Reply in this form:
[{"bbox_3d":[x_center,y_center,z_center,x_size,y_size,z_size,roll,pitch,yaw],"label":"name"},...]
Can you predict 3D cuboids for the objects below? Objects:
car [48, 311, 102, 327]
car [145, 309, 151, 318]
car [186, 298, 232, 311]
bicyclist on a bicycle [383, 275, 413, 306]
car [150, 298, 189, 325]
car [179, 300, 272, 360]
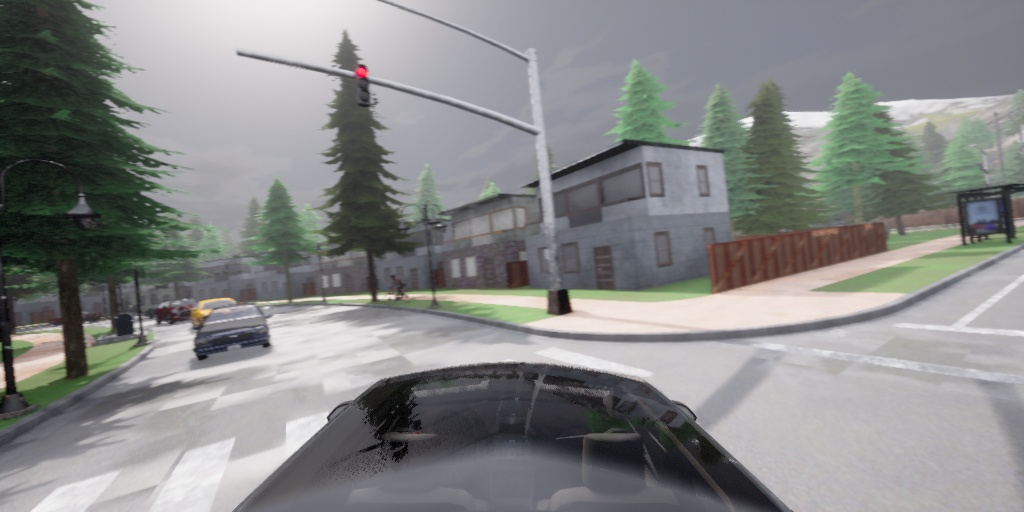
[{"bbox_3d":[-47.844,6.832,39.216,4.718,1.301,1.895,-6,0,10],"label":"car"},{"bbox_3d":[-33.710,5.197,35.360,5.357,1.411,2.033,-6,0,22],"label":"car"},{"bbox_3d":[-16.140,3.097,19.657,5.008,1.535,1.882,-7,0,43],"label":"car"},{"bbox_3d":[-6.209,1.824,19.422,1.656,1.620,0.582,-6,-1,-40],"label":"bicyclist on a bicycle"},{"bbox_3d":[-23.883,3.861,25.930,4.553,1.767,2.097,-7,0,34],"label":"car"},{"bbox_3d":[-9.466,2.388,12.323,2.033,1.411,5.357,-6,0,-36],"label":"car"}]
